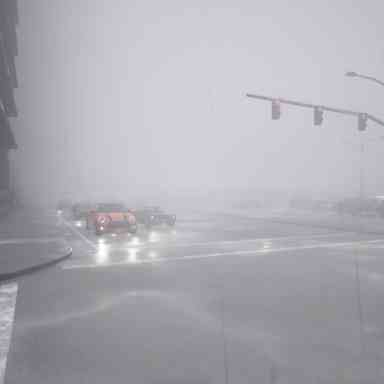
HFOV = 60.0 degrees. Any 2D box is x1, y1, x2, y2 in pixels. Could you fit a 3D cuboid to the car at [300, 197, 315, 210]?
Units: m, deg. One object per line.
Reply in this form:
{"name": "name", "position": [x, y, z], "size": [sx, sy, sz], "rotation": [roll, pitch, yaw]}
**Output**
{"name": "car", "position": [17.710, 1.810, 46.997], "size": [3.905, 1.438, 1.784], "rotation": [1, 0, -26]}

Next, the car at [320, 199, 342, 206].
{"name": "car", "position": [26.532, 1.984, 63.528], "size": [3.905, 1.438, 1.784], "rotation": [1, 0, -26]}

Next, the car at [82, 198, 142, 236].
{"name": "car", "position": [-4.641, 1.387, 18.799], "size": [2.097, 1.767, 4.553], "rotation": [1, 0, -26]}

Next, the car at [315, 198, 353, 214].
{"name": "car", "position": [18.954, 1.836, 44.383], "size": [3.806, 1.475, 1.970], "rotation": [1, 0, -26]}

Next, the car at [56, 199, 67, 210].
{"name": "car", "position": [-16.616, 1.612, 43.574], "size": [1.812, 1.442, 4.674], "rotation": [1, -1, -26]}

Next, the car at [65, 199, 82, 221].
{"name": "car", "position": [-9.284, 1.602, 28.377], "size": [2.033, 1.411, 5.357], "rotation": [1, 0, -26]}

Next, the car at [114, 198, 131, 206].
{"name": "car", "position": [-12.465, 1.741, 59.225], "size": [1.812, 1.442, 4.674], "rotation": [1, 0, -26]}

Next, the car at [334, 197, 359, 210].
{"name": "car", "position": [27.721, 1.767, 60.887], "size": [4.605, 1.855, 1.932], "rotation": [1, 0, -26]}

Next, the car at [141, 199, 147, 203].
{"name": "car", "position": [-8.111, 1.724, 50.362], "size": [1.812, 1.442, 4.674], "rotation": [1, 0, -25]}

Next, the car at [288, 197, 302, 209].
{"name": "car", "position": [16.512, 1.604, 49.399], "size": [4.605, 1.855, 1.932], "rotation": [1, 0, -26]}

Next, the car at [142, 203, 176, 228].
{"name": "car", "position": [-2.755, 1.676, 22.933], "size": [1.895, 1.301, 4.718], "rotation": [1, 0, -26]}

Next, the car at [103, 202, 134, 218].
{"name": "car", "position": [-7.201, 1.695, 32.105], "size": [1.895, 1.301, 4.718], "rotation": [1, 0, -26]}
